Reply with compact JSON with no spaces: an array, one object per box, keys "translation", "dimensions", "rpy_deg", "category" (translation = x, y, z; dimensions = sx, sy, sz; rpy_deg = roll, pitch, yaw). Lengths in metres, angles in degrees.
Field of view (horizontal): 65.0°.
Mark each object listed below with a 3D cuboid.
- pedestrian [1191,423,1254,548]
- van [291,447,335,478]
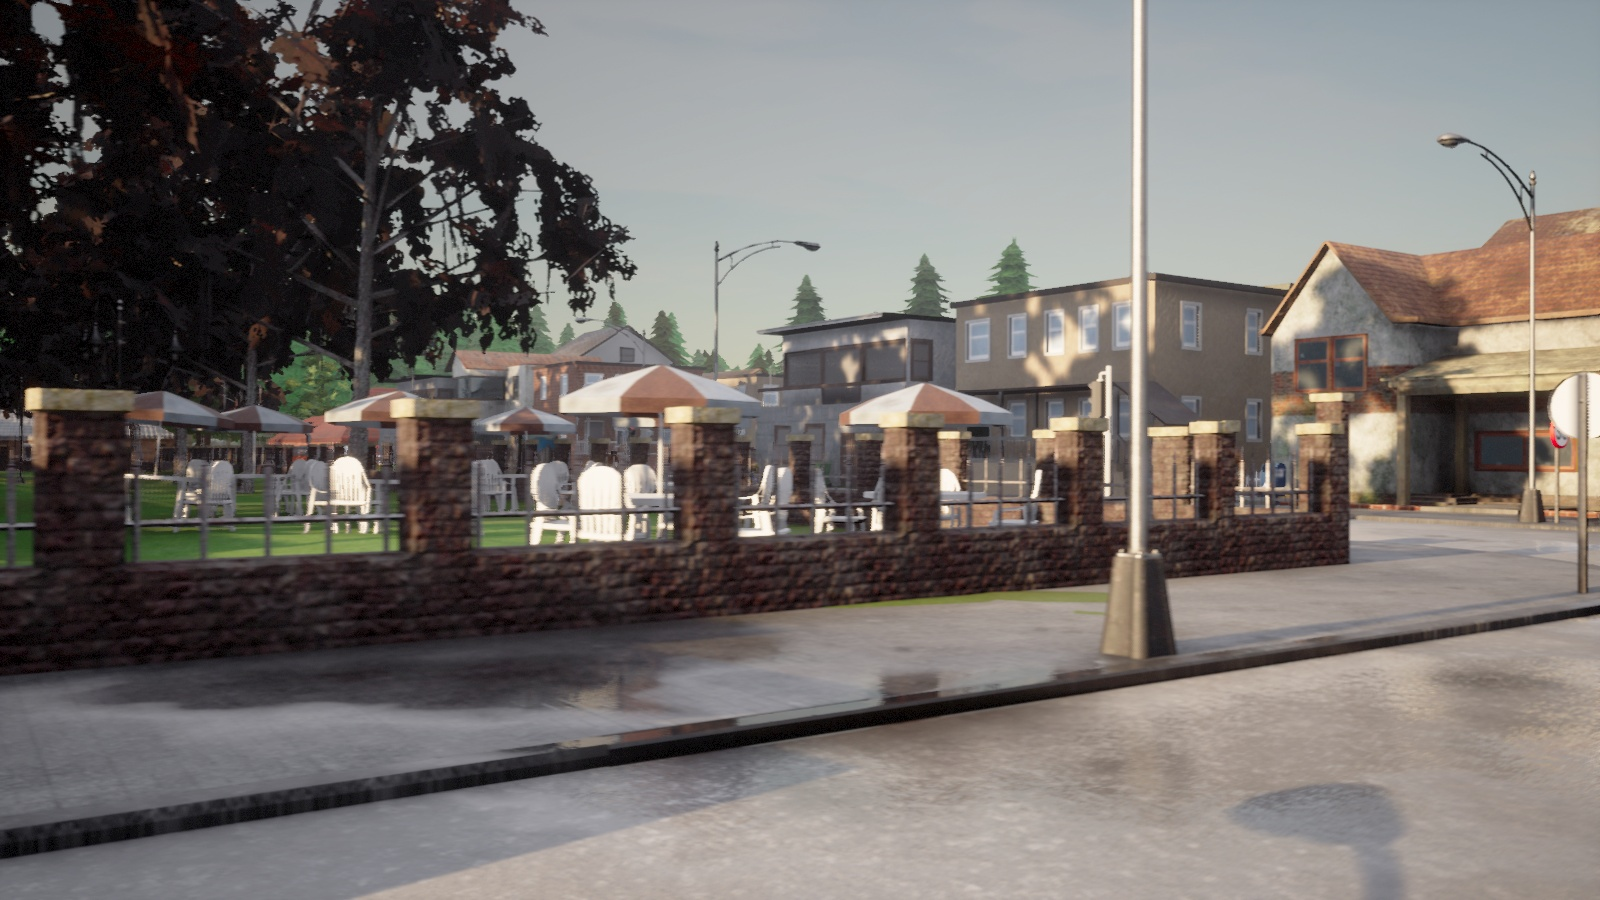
[{"translation":[6.219,0.513,18.504],"dimensions":[0.328,1.805,0.869],"rpy_deg":[0,0,-33],"category":"pedestrian"},{"translation":[-32.671,0.808,84.184],"dimensions":[1.775,1.987,4.442],"rpy_deg":[0,0,-35],"category":"van"}]
